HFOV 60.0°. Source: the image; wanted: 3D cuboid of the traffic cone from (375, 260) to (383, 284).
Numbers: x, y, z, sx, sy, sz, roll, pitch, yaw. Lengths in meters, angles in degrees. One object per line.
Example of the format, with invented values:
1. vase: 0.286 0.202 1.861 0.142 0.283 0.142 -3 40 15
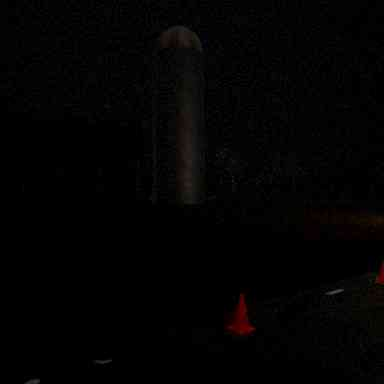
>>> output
1. traffic cone: 4.898 2.016 8.454 0.340 0.580 0.340 0 0 -36

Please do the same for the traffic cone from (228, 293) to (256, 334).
1. traffic cone: 0.832 1.983 5.543 0.340 0.580 0.340 0 0 -36
